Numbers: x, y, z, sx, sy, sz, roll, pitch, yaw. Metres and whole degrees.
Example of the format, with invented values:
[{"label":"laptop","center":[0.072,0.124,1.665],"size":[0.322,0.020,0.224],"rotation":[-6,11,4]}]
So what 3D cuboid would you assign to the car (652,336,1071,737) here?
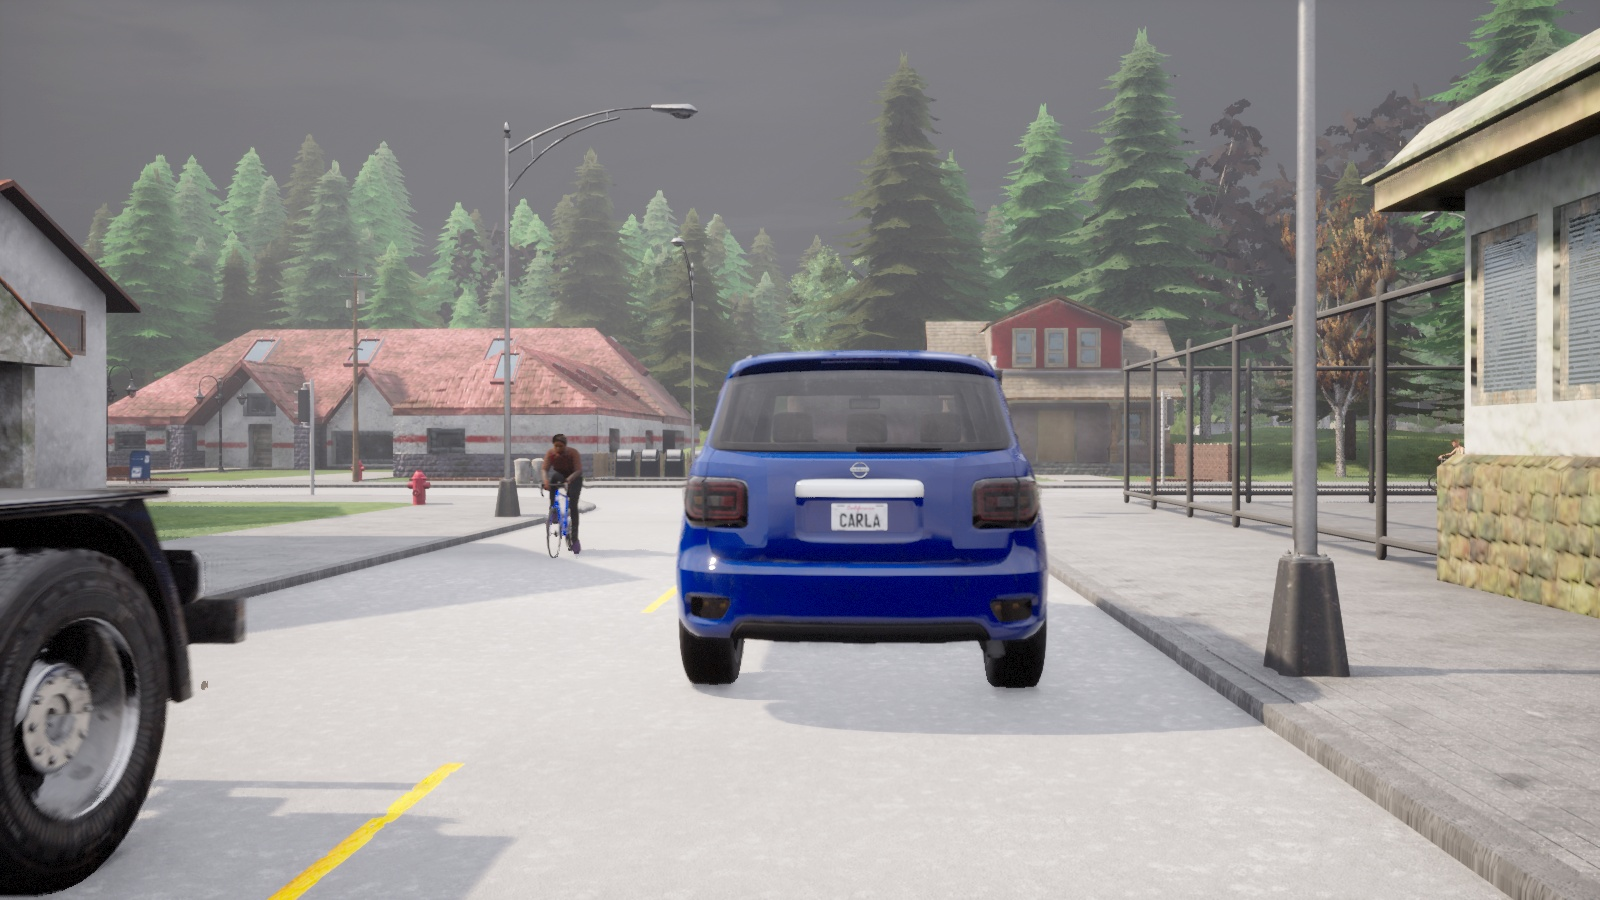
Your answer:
[{"label":"car","center":[0.470,0.415,9.234],"size":[2.150,2.045,5.566],"rotation":[0,1,3]}]

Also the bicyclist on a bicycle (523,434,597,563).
[{"label":"bicyclist on a bicycle","center":[-3.159,0.603,16.658],"size":[0.582,1.620,1.656],"rotation":[0,1,3]}]

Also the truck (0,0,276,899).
[{"label":"truck","center":[-3.912,-0.247,1.541],"size":[2.891,3.462,7.936],"rotation":[0,0,3]}]
